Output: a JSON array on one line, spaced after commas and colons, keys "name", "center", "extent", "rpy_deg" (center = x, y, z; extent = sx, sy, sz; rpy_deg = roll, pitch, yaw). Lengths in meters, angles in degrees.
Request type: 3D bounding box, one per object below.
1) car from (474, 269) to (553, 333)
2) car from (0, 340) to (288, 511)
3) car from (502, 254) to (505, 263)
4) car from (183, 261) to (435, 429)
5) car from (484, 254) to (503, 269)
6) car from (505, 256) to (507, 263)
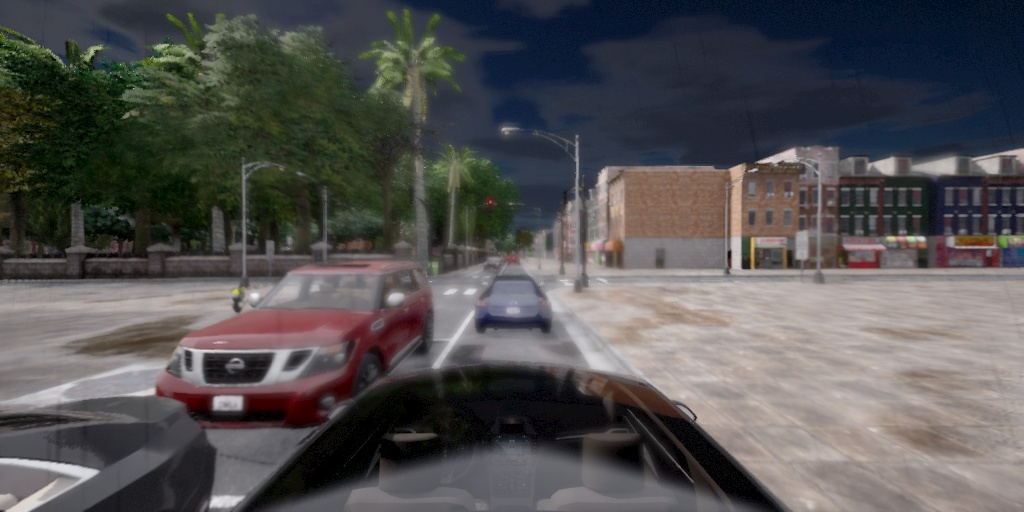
[{"name": "car", "center": [0.048, 1.239, 10.455], "extent": [1.994, 1.385, 4.181], "rpy_deg": [0, 0, 0]}, {"name": "car", "center": [-2.645, 1.312, 0.382], "extent": [2.007, 1.370, 4.403], "rpy_deg": [0, 0, 0]}, {"name": "car", "center": [-2.376, 0.867, 49.677], "extent": [1.967, 1.591, 4.097], "rpy_deg": [0, 0, 0]}, {"name": "car", "center": [-2.615, 1.028, 5.845], "extent": [2.192, 1.841, 5.009], "rpy_deg": [0, 0, 0]}, {"name": "car", "center": [-2.408, 0.895, 43.990], "extent": [1.967, 1.591, 4.097], "rpy_deg": [0, 0, 0]}, {"name": "car", "center": [-2.315, 0.961, 61.054], "extent": [1.802, 1.307, 4.207], "rpy_deg": [0, 0, 0]}]
